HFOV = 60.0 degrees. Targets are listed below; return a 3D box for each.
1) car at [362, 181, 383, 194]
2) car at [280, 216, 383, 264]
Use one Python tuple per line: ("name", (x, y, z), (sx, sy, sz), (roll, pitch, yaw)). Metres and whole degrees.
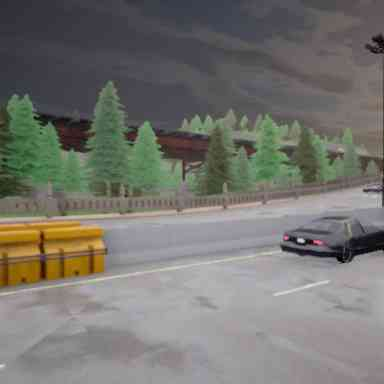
("car", (24.147, -0.649, 42.982), (5.357, 1.411, 2.033), (-8, 5, -35))
("car", (5.525, 1.585, 12.077), (5.357, 1.411, 2.033), (0, 0, -35))
